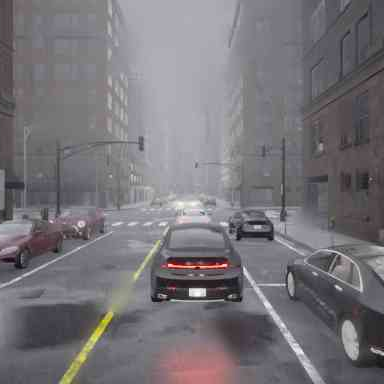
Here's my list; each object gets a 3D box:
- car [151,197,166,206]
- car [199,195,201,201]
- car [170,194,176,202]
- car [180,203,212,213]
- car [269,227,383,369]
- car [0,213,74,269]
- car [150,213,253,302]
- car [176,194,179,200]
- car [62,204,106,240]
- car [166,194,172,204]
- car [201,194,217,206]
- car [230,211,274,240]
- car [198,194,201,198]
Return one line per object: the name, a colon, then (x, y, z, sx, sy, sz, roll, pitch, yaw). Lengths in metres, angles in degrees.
car: (-5.629, 1.618, 53.665, 1.802, 1.307, 4.206, 0, 0, 0)
car: (2.917, 1.607, 64.469, 2.008, 1.369, 4.403, 0, 0, 0)
car: (-5.578, 1.626, 80.537, 1.752, 1.417, 4.829, 0, 0, 0)
car: (0.084, 1.527, 17.373, 1.812, 1.442, 4.674, 0, 0, -1)
car: (2.856, 1.551, 5.558, 2.008, 1.369, 4.403, 0, 0, 0)
car: (-5.669, 1.582, 11.060, 1.802, 1.307, 4.206, 0, 0, 0)
car: (0.099, 1.505, 8.226, 1.837, 1.490, 4.892, 0, 0, 0)
car: (-5.558, 1.457, 91.525, 2.192, 1.841, 5.009, 0, 0, 0)
car: (-5.668, 1.441, 16.562, 1.967, 1.590, 4.097, 0, 0, 0)
car: (-5.608, 1.606, 64.482, 2.008, 1.369, 4.403, 0, 0, 0)
car: (2.895, 1.476, 53.651, 1.967, 1.590, 4.097, 0, 0, 0)
car: (2.857, 1.567, 16.561, 1.947, 1.339, 4.313, 0, 0, 0)
car: (2.936, 1.524, 75.287, 1.967, 1.590, 4.097, 0, 0, 0)
